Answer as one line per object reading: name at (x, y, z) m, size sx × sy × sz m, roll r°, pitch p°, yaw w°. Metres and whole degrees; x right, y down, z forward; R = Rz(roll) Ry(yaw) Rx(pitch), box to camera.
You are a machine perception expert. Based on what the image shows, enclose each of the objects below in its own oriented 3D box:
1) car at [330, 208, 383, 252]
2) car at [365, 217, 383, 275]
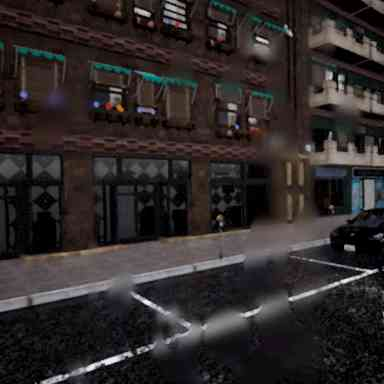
car at (6.491, 1.245, 11.255) m, size 4.313 × 1.339 × 1.947 m, roll -2°, pitch 1°, yaw -36°
car at (6.220, 1.302, 7.870) m, size 4.181 × 1.385 × 1.994 m, roll -2°, pitch 1°, yaw -36°
